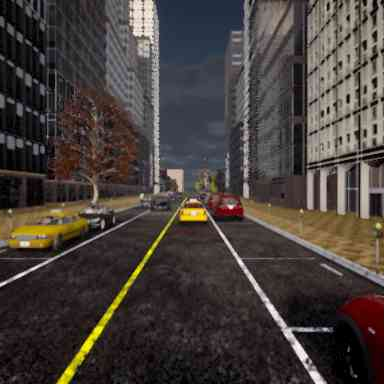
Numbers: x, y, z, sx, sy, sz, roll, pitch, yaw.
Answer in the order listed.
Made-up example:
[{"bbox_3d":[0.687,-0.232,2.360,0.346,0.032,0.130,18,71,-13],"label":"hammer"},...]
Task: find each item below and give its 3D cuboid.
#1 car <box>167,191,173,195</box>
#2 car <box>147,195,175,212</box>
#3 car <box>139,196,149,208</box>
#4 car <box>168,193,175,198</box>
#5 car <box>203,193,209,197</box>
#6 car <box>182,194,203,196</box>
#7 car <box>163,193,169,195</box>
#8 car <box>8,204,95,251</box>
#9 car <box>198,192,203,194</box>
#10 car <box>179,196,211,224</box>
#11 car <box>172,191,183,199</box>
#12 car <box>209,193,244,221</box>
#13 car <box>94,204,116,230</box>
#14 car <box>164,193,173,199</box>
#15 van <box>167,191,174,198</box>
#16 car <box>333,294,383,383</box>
[{"bbox_3d":[-5.699,1.030,70.826,2.008,1.369,4.403,0,0,0],"label":"car"},{"bbox_3d":[-3.101,1.322,34.420,1.994,1.385,4.181,0,0,0],"label":"car"},{"bbox_3d":[-5.694,1.250,42.365,2.008,1.369,4.403,0,0,0],"label":"car"},{"bbox_3d":[-5.703,0.879,93.595,1.802,1.307,4.206,0,0,0],"label":"car"},{"bbox_3d":[2.688,1.057,36.661,2.192,1.841,5.009,0,0,0],"label":"car"},{"bbox_3d":[0.092,1.266,41.969,1.994,1.385,4.181,0,0,0],"label":"car"},{"bbox_3d":[-5.697,1.151,59.440,1.802,1.307,4.206,0,0,0],"label":"car"},{"bbox_3d":[-5.690,1.430,13.733,1.752,1.417,4.829,0,0,0],"label":"car"},{"bbox_3d":[2.681,1.001,76.507,1.947,1.339,4.313,0,0,0],"label":"car"},{"bbox_3d":[0.096,1.295,22.974,1.801,1.575,5.366,0,0,0],"label":"car"},{"bbox_3d":[-3.013,0.777,75.826,1.882,1.535,5.008,0,0,0],"label":"car"},{"bbox_3d":[2.690,1.139,25.277,2.192,1.841,5.009,0,0,0],"label":"car"},{"bbox_3d":[-5.691,1.415,19.597,2.008,1.369,4.403,0,0,0],"label":"car"},{"bbox_3d":[-5.701,0.934,82.210,1.887,1.381,4.507,0,0,0],"label":"car"},{"bbox_3d":[-5.701,0.685,87.901,1.690,1.788,3.998,0,0,0],"label":"van"},{"bbox_3d":[2.693,1.423,2.510,1.967,1.590,4.097,0,0,0],"label":"car"}]
